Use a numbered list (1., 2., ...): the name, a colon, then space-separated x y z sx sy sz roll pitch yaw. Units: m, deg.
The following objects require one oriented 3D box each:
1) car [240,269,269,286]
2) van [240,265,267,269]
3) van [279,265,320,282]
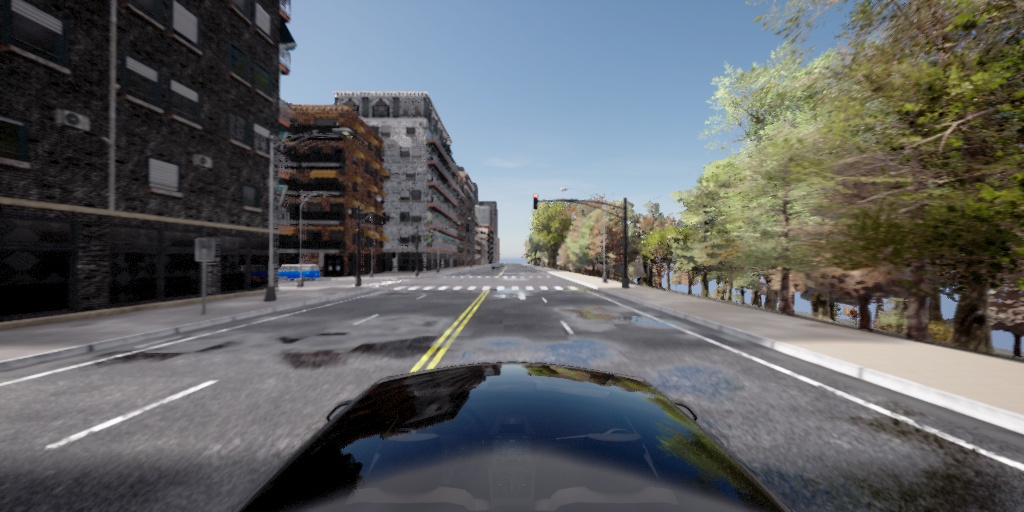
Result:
1. car: -22.644 1.976 29.980 4.207 1.307 1.802 0 0 -1
2. van: -28.336 1.880 38.246 3.998 1.789 1.690 0 0 -1
3. van: -22.734 1.808 38.327 3.998 1.789 1.690 0 0 -1
